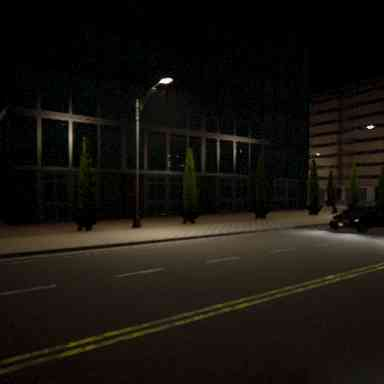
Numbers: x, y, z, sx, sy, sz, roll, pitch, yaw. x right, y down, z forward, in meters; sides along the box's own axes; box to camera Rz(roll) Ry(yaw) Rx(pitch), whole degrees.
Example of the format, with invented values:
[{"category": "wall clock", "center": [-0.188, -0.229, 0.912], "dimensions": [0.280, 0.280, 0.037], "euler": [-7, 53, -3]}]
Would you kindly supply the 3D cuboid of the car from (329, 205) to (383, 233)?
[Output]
[{"category": "car", "center": [10.096, 1.526, 19.676], "dimensions": [4.674, 1.442, 1.812], "euler": [0, 0, -35]}]
